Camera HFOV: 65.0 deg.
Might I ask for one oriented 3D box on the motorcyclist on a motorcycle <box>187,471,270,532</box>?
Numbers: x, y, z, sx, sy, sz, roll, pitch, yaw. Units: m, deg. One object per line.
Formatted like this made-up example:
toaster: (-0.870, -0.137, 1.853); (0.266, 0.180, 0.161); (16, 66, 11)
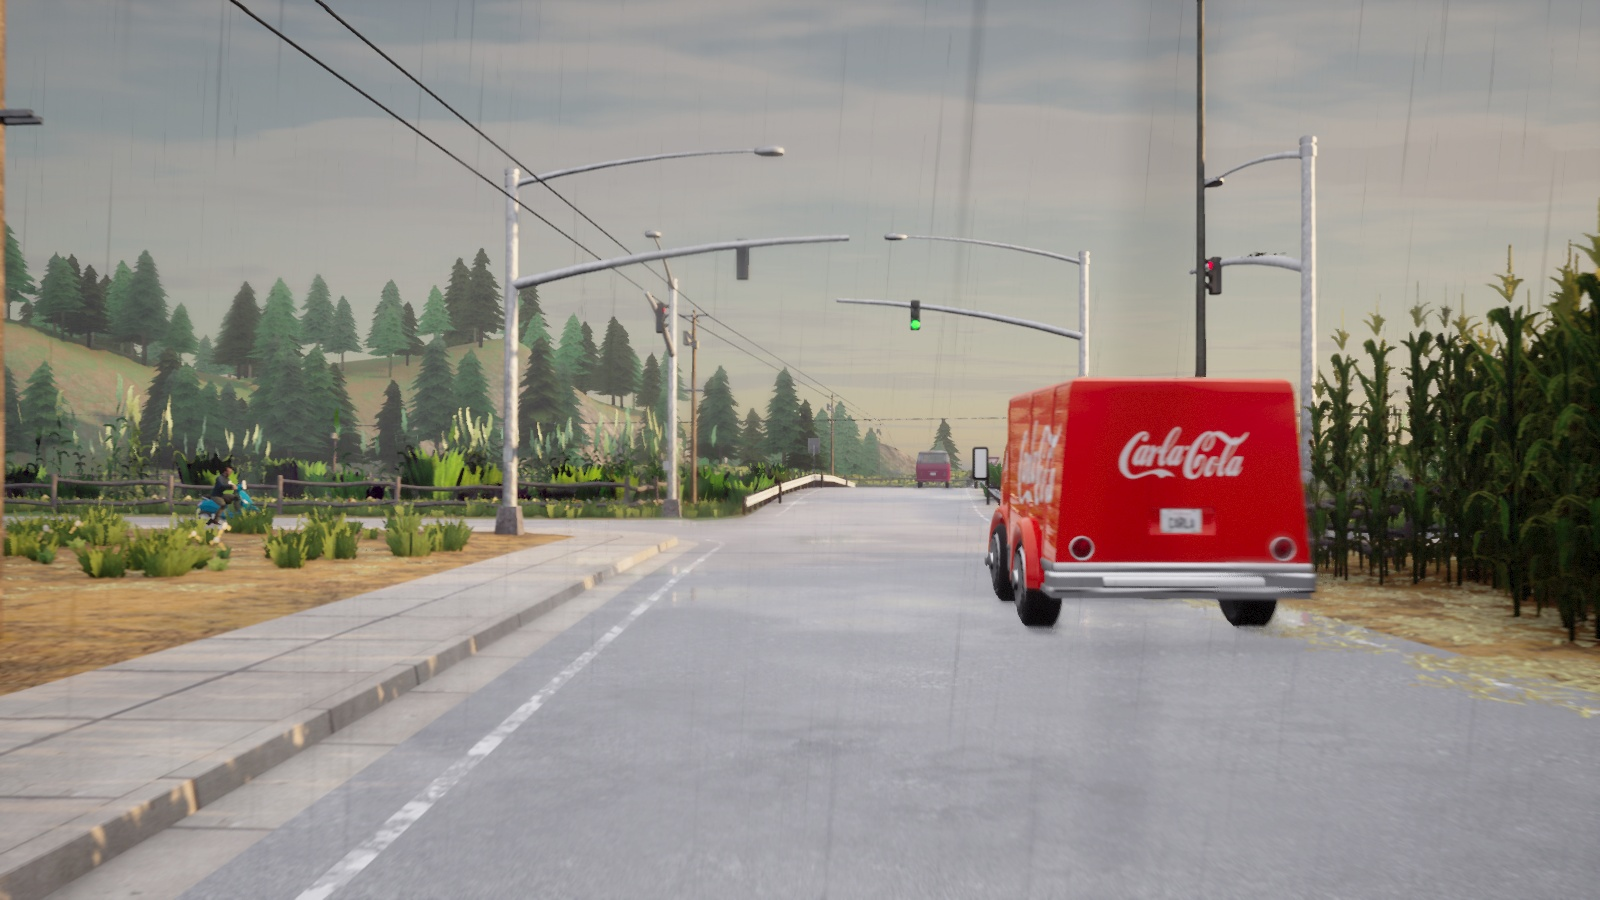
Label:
motorcyclist on a motorcycle: (-15.305, 1.371, 33.673); (1.817, 1.590, 0.866); (0, -1, 3)

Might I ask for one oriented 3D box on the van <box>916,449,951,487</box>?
van: (7.200, 0.986, 67.460); (1.775, 1.987, 4.442); (0, -2, 8)

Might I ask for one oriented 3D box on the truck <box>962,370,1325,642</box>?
truck: (3.468, 0.555, 14.071); (2.627, 2.467, 5.204); (0, -1, 0)
